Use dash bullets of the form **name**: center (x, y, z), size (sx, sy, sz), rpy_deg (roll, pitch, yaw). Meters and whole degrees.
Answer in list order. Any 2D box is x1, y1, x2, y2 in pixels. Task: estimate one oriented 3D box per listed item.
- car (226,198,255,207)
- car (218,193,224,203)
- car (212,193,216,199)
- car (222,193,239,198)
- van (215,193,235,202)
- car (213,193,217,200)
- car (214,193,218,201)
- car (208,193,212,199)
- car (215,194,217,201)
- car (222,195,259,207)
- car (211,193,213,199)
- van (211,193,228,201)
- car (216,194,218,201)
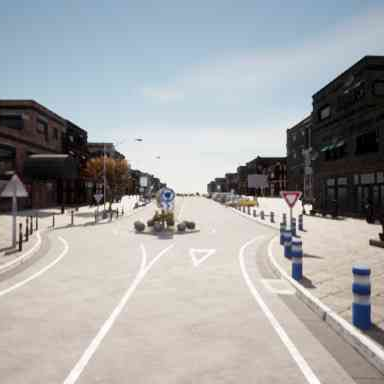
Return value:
- **car**: center (8.182, 1.763, 56.369), size (4.674, 1.452, 2.002), rpy_deg (0, 1, -1)
- **car**: center (8.145, 1.409, 61.876), size (5.566, 2.045, 2.435), rpy_deg (0, 1, -1)
- **car**: center (7.931, 1.558, 78.413), size (5.008, 1.535, 2.097), rpy_deg (0, 0, -1)
- **car**: center (8.116, 1.564, 59.122), size (4.553, 1.767, 2.185), rpy_deg (0, 1, -1)
- **van**: center (8.010, 1.328, 81.049), size (4.442, 1.987, 1.878), rpy_deg (0, 0, -1)
- **car**: center (7.927, 1.596, 75.657), size (4.792, 1.488, 2.163), rpy_deg (0, 0, -1)
- **car**: center (7.995, 1.579, 72.902), size (4.892, 1.521, 2.231), rpy_deg (0, 0, -1)
- **car**: center (7.801, 1.304, 86.684), size (5.566, 2.045, 2.435), rpy_deg (0, 0, -1)
- **car**: center (8.026, 1.594, 70.146), size (4.892, 1.521, 2.231), rpy_deg (0, 0, -1)
- **car**: center (8.025, 1.757, 53.609), size (5.366, 1.575, 1.946), rpy_deg (0, 1, -1)
- **car**: center (7.864, 1.593, 83.925), size (4.674, 1.452, 2.002), rpy_deg (0, 0, -1)
- **van**: center (7.650, 1.346, 92.194), size (4.442, 1.987, 1.878), rpy_deg (0, 0, -1)
- **car**: center (8.047, 1.611, 67.390), size (5.008, 1.535, 2.097), rpy_deg (0, 0, -1)
